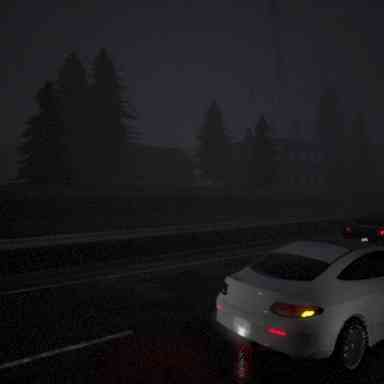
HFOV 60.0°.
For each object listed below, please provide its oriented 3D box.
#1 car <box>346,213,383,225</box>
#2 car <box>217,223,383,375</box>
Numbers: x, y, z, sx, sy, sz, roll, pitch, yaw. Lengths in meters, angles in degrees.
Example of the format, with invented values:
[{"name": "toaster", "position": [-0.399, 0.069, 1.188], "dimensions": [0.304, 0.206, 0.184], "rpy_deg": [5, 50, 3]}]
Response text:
[{"name": "car", "position": [8.484, 1.535, 14.096], "dimensions": [4.718, 1.301, 1.895], "rpy_deg": [0, 0, -35]}, {"name": "car", "position": [2.511, 1.503, 5.540], "dimensions": [4.674, 1.442, 1.812], "rpy_deg": [0, 0, -35]}]
